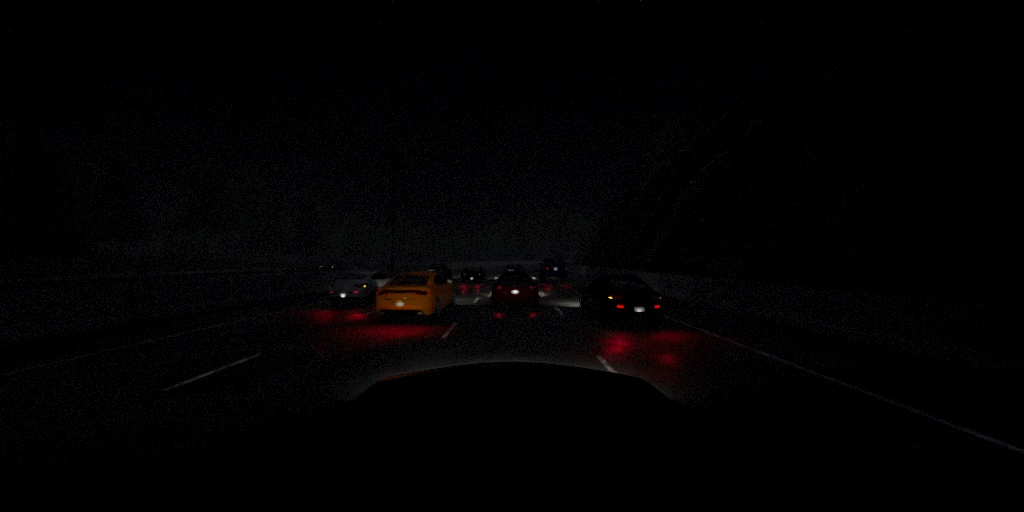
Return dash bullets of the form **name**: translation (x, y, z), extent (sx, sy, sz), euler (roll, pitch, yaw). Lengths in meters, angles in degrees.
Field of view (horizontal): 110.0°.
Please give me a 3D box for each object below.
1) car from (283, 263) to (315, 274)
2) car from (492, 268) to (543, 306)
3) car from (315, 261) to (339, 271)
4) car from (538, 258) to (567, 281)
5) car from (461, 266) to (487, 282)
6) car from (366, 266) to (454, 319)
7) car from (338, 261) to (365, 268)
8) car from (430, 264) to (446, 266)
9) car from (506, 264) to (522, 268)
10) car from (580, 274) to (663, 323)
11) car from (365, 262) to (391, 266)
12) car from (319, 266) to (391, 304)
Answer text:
- **car**: translation (-27.950, 1.646, 47.663), extent (2.033, 1.411, 5.357), euler (0, 0, 1)
- **car**: translation (0.135, 1.425, 16.393), extent (1.994, 1.385, 4.181), euler (0, 0, 0)
- **car**: translation (-24.411, 1.462, 49.202), extent (2.097, 1.767, 4.553), euler (0, 0, 1)
- **car**: translation (3.679, 1.208, 32.826), extent (2.150, 2.045, 5.566), euler (0, 0, 0)
- **car**: translation (-3.323, 1.581, 32.092), extent (1.895, 1.301, 4.718), euler (0, 0, 0)
- **car**: translation (-3.373, 1.315, 13.286), extent (1.882, 1.535, 5.008), euler (0, 0, 0)
- **car**: translation (-20.932, 1.581, 48.357), extent (1.882, 1.535, 5.008), euler (0, 0, 1)
- **car**: translation (-6.820, 1.484, 33.659), extent (2.128, 1.511, 4.902), euler (0, 0, 0)
- **car**: translation (0.181, 1.484, 33.637), extent (2.128, 1.511, 4.902), euler (0, 0, 0)
- **car**: translation (3.625, 1.357, 12.474), extent (1.812, 1.442, 4.674), euler (0, 0, 0)
- **car**: translation (-17.437, 1.580, 48.198), extent (1.882, 1.535, 5.008), euler (0, 0, 1)
- **car**: translation (-6.863, 1.391, 16.894), extent (1.812, 1.442, 4.674), euler (0, 0, 0)
